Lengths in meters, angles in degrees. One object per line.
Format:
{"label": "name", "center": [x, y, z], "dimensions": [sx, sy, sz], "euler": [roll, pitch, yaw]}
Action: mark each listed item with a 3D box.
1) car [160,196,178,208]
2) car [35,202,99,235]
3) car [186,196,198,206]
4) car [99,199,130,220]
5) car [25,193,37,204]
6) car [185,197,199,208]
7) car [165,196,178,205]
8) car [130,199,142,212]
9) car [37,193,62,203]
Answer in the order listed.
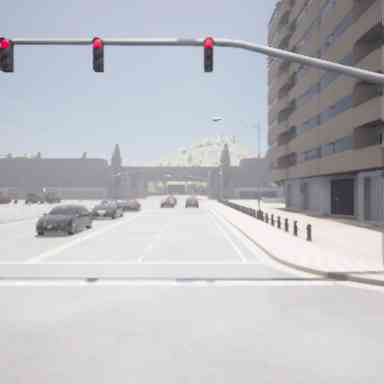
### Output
{"label": "car", "center": [-3.490, 1.554, 47.643], "dimensions": [1.895, 1.301, 4.718], "euler": [0, 0, 0]}
{"label": "car", "center": [-7.085, 1.505, 18.926], "dimensions": [1.837, 1.490, 4.892], "euler": [0, 0, 0]}
{"label": "car", "center": [0.012, 1.486, 56.588], "dimensions": [2.033, 1.411, 5.357], "euler": [0, 0, 0]}
{"label": "car", "center": [-7.081, 1.477, 28.452], "dimensions": [2.128, 1.511, 4.902], "euler": [0, 0, 0]}
{"label": "car", "center": [-27.430, 1.098, 58.035], "dimensions": [1.905, 1.878, 3.866], "euler": [0, 0, 0]}
{"label": "car", "center": [0.010, 1.517, 47.611], "dimensions": [1.994, 1.385, 4.181], "euler": [0, 0, 0]}
{"label": "car", "center": [-3.488, 1.444, 56.589], "dimensions": [1.837, 1.490, 4.892], "euler": [0, 0, 0]}
{"label": "car", "center": [-7.068, 1.533, 38.446], "dimensions": [1.994, 1.385, 4.181], "euler": [0, 0, 1]}
{"label": "car", "center": [-24.536, 1.094, 57.970], "dimensions": [1.932, 1.855, 4.605], "euler": [0, 0, 0]}
